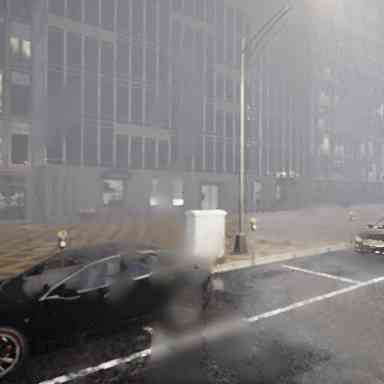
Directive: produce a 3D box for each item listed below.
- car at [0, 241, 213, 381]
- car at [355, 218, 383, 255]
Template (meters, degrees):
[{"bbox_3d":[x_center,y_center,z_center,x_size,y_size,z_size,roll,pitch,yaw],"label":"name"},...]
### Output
[{"bbox_3d":[-1.605,1.563,5.406,4.313,1.339,1.947,0,1,-35],"label":"car"},{"bbox_3d":[7.590,1.528,11.960,4.403,1.369,2.008,0,1,-35],"label":"car"}]
